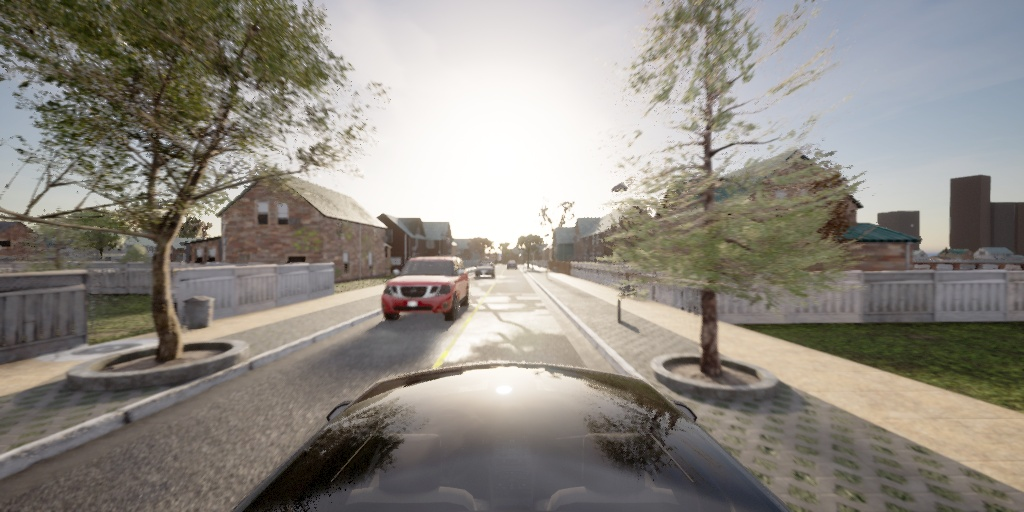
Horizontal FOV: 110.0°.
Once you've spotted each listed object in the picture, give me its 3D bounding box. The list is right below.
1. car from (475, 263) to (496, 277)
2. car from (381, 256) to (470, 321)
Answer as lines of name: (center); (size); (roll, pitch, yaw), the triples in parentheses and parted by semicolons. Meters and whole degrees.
car: (-2.760, 1.451, 38.020); (2.128, 1.511, 4.902); (0, -1, 0)
car: (-2.843, 1.024, 13.034); (2.150, 2.045, 5.566); (0, 0, 0)
